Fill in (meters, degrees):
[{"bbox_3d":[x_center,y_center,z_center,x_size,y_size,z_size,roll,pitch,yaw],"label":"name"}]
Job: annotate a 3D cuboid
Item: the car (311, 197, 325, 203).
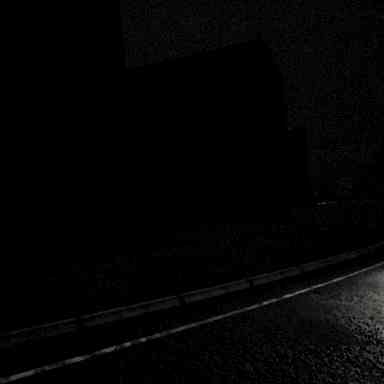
[{"bbox_3d":[27.303,1.818,73.979,2.033,1.411,5.357,-6,-1,-10],"label":"car"}]
